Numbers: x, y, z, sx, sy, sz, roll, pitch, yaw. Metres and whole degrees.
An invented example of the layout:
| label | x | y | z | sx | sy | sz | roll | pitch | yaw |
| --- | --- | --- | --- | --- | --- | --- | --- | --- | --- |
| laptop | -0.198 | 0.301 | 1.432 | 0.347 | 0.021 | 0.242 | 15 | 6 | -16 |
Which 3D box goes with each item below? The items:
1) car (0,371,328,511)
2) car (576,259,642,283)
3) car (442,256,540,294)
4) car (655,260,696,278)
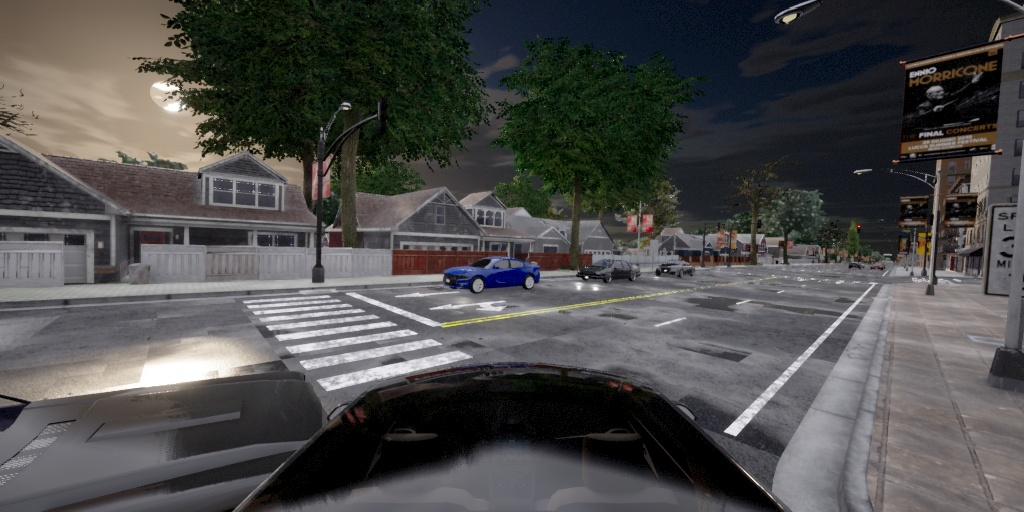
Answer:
| label | x | y | z | sx | sy | sz | roll | pitch | yaw |
| --- | --- | --- | --- | --- | --- | --- | --- | --- | --- |
| car | -3.321 | 1.275 | 1.497 | 4.718 | 1.301 | 1.895 | 1 | 2 | -33 |
| car | 6.467 | 0.917 | 23.417 | 5.357 | 1.411 | 2.033 | 1 | 2 | -43 |
| car | -0.831 | 0.775 | 16.637 | 5.008 | 1.535 | 1.882 | 1 | 3 | -43 |
| car | 13.797 | 1.009 | 30.199 | 4.181 | 1.385 | 1.994 | 1 | 2 | -43 |
